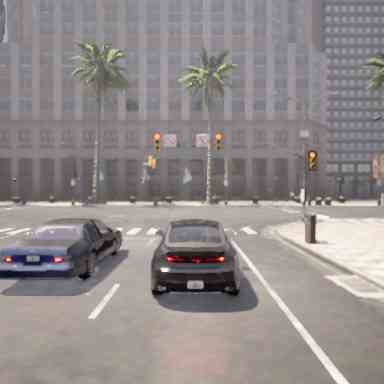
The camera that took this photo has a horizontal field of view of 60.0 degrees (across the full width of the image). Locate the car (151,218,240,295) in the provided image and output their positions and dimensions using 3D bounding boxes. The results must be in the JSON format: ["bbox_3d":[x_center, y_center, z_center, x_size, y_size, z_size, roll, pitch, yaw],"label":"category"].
[{"bbox_3d":[0.074,1.435,8.502,1.837,1.490,4.892,0,0,0],"label":"car"}]

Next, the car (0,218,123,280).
[{"bbox_3d":[-3.423,1.468,9.696,2.033,1.411,5.357,0,0,0],"label":"car"}]
